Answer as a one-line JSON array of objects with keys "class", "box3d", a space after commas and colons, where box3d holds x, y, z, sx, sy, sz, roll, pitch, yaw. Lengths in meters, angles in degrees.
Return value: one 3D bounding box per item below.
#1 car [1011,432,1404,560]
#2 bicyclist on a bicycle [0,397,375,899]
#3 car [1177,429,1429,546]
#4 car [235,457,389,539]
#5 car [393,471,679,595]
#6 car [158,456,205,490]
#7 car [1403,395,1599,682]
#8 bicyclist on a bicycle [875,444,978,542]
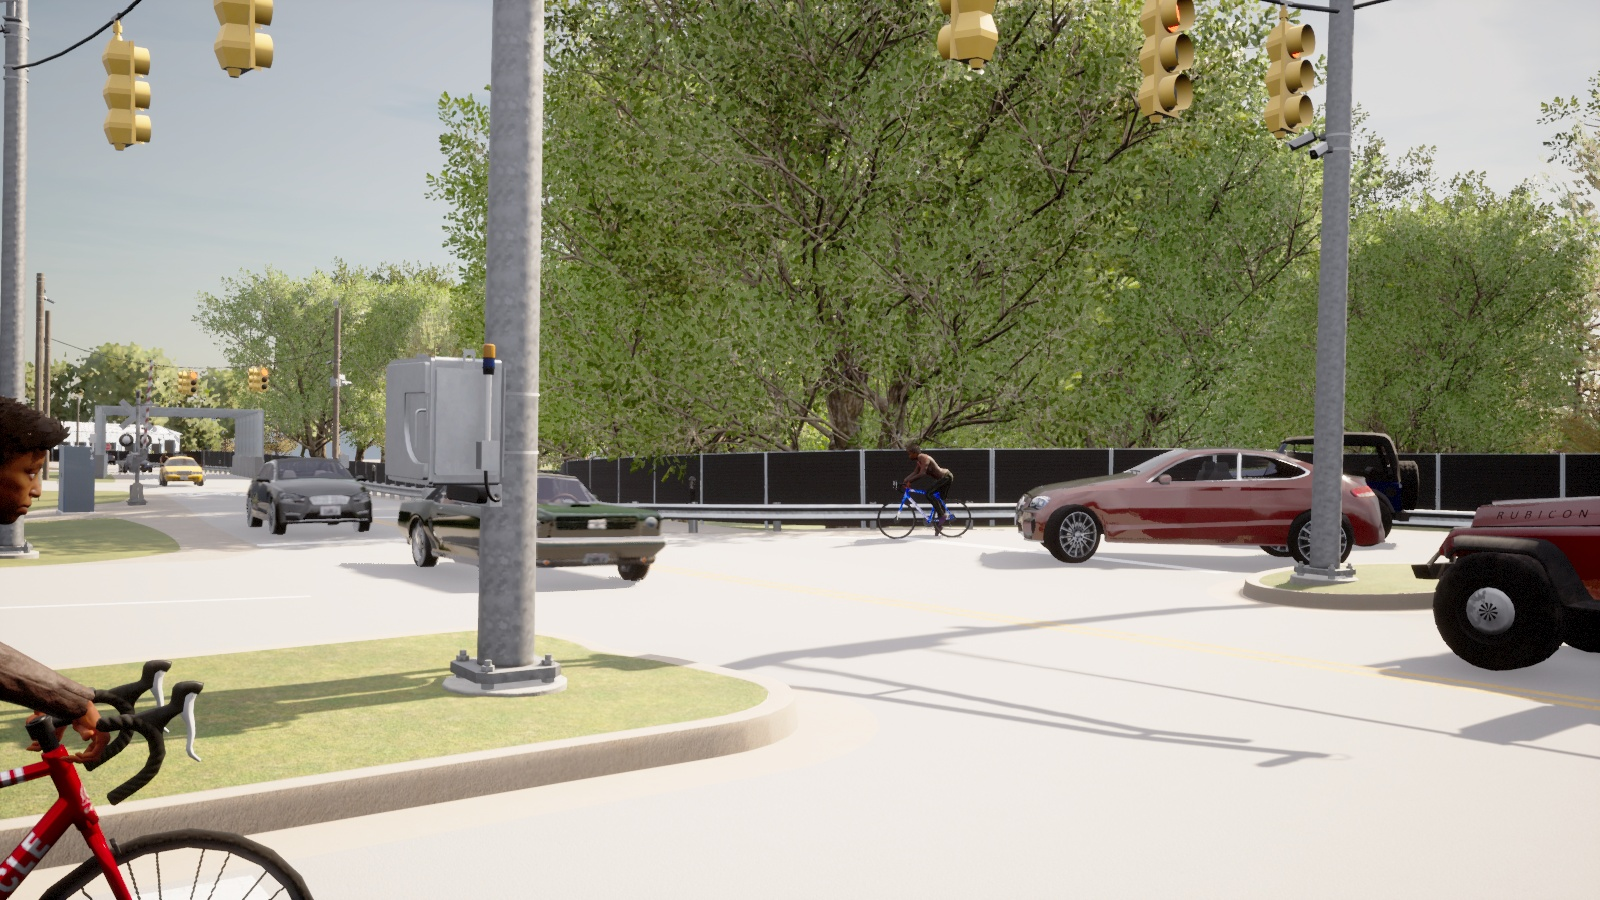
[{"class": "car", "box3d": [5.658, 0.594, 18.098, 5.027, 1.651, 2.152, 1, 1, 6]}, {"class": "bicyclist on a bicycle", "box3d": [-1.752, 0.713, 2.437, 1.656, 1.620, 0.582, 0, 0, -36]}, {"class": "car", "box3d": [8.581, 0.580, 21.696, 3.866, 1.878, 1.905, 1, 1, 19]}, {"class": "car", "box3d": [-10.199, 0.918, 26.017, 2.128, 1.511, 4.902, 0, 0, -32]}, {"class": "car", "box3d": [-3.526, 0.944, 16.006, 1.895, 1.301, 4.718, 1, -1, -34]}, {"class": "car", "box3d": [-30.686, 1.109, 62.272, 1.801, 1.575, 5.366, 0, 0, -29]}, {"class": "car", "box3d": [6.358, 0.580, 8.264, 1.905, 1.878, 3.866, 1, -1, -35]}, {"class": "bicyclist on a bicycle", "box3d": [2.176, 0.723, 21.665, 1.656, 1.620, 0.582, -1, 1, -3]}]
